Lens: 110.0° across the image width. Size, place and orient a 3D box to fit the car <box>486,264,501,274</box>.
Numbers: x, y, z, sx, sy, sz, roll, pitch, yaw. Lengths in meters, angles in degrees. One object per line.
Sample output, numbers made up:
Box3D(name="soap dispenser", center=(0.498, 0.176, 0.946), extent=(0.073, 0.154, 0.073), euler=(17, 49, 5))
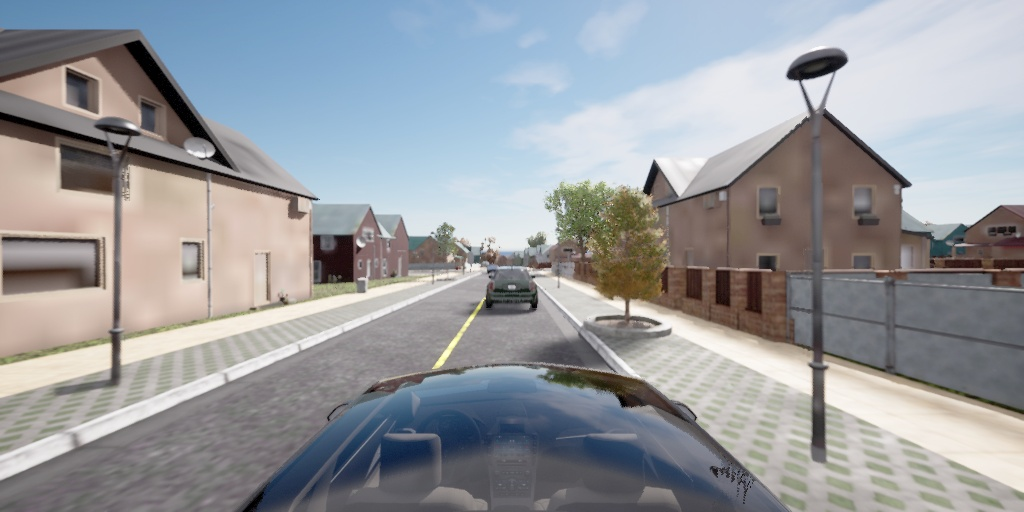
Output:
Box3D(name="car", center=(-2.760, 1.971, 54.041), extent=(2.033, 1.411, 5.357), euler=(0, -1, 0))

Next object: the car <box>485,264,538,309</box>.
Box3D(name="car", center=(-0.001, 1.249, 15.923), extent=(2.097, 1.767, 4.553), euler=(0, -1, 0))
